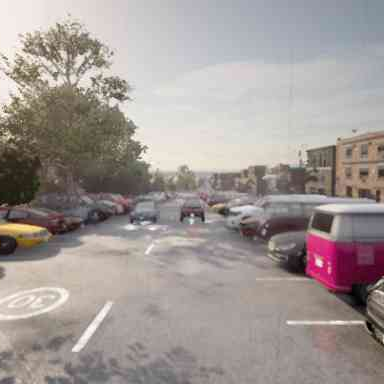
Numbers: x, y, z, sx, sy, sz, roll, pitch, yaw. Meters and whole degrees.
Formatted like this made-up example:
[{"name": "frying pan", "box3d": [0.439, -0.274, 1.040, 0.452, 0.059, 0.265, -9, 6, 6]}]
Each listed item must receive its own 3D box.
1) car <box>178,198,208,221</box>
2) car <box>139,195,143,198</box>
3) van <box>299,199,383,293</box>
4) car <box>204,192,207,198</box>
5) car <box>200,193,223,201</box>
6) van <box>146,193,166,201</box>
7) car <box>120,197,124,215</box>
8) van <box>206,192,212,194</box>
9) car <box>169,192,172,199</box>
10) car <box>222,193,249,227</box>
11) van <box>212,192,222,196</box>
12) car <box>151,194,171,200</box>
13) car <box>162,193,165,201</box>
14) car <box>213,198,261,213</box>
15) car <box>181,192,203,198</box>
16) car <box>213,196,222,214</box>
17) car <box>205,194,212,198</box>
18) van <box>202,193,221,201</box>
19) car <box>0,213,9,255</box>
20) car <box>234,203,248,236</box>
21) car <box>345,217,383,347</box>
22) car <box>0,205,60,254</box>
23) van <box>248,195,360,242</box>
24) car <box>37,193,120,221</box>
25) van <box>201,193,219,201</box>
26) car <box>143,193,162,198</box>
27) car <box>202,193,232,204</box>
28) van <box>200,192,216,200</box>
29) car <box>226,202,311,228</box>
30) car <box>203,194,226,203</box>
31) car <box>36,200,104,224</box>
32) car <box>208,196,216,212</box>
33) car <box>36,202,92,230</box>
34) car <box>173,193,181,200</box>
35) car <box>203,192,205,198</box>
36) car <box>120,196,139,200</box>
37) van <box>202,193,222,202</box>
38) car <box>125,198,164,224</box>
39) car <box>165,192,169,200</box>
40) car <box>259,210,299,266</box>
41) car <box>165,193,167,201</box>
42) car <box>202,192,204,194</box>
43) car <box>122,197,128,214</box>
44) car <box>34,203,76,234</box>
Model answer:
[{"name": "car", "box3d": [0.031, 1.423, 26.124, 1.837, 1.490, 4.892, 0, -1, 0]}, {"name": "car", "box3d": [-8.368, 1.144, 34.700, 5.566, 2.045, 2.435, 0, 0, 0]}, {"name": "van", "box3d": [4.854, 1.227, 7.062, 4.442, 1.987, 1.878, 0, 0, 0]}, {"name": "car", "box3d": [4.617, 1.271, 51.912, 4.553, 1.767, 2.185, 0, 0, 0]}, {"name": "car", "box3d": [4.619, 1.150, 79.946, 5.566, 2.045, 2.435, 0, 0, 0]}, {"name": "van", "box3d": [-8.605, 1.176, 79.353, 4.442, 1.987, 1.878, 0, 0, 0]}, {"name": "car", "box3d": [-8.374, 1.400, 26.470, 5.008, 1.535, 2.097, 0, 0, 0]}, {"name": "van", "box3d": [4.770, 1.171, 49.109, 4.442, 1.987, 1.878, 0, 0, 0]}, {"name": "car", "box3d": [-8.522, 1.151, 82.130, 5.566, 2.045, 2.435, 0, 0, 0]}, {"name": "car", "box3d": [4.689, 1.167, 18.275, 5.566, 2.045, 2.435, 0, 0, 0]}, {"name": "van", "box3d": [4.793, 1.169, 37.896, 4.442, 1.987, 1.878, 0, 0, 0]}, {"name": "car", "box3d": [-8.701, 1.365, 93.237, 5.366, 1.575, 1.946, 0, 0, 0]}, {"name": "car", "box3d": [-8.269, 1.397, 62.701, 5.366, 1.575, 1.946, 0, 0, 0]}, {"name": "car", "box3d": [4.653, 1.424, 35.092, 4.792, 1.488, 2.163, 0, 0, 0]}, {"name": "car", "box3d": [0.013, 1.267, 42.973, 2.097, 1.767, 4.553, 0, 0, 0]}, {"name": "car", "box3d": [4.699, 1.395, 29.489, 5.008, 1.535, 2.097, 0, 0, 0]}, {"name": "car", "box3d": [4.665, 1.396, 46.306, 5.008, 1.535, 2.097, 0, 0, 0]}, {"name": "van", "box3d": [4.480, 1.175, 77.141, 4.442, 1.987, 1.878, 0, 0, 0]}, {"name": "car", "box3d": [-8.344, 1.485, 9.759, 4.674, 1.452, 2.002, 0, 0, 0]}, {"name": "car", "box3d": [4.728, 1.426, 15.472, 5.008, 1.535, 2.097, 0, 0, 0]}, {"name": "car", "box3d": [4.773, 1.336, 4.258, 4.553, 1.767, 2.185, 0, 0, 0]}, {"name": "car", "box3d": [-8.166, 1.434, 12.544, 5.366, 1.575, 1.946, 0, 0, 0]}, {"name": "van", "box3d": [4.612, 1.209, 12.668, 4.442, 1.987, 1.878, 0, 0, 0]}, {"name": "car", "box3d": [-8.346, 1.153, 23.683, 5.566, 2.045, 2.435, 0, 0, 0]}, {"name": "van", "box3d": [4.468, 1.175, 82.746, 4.442, 1.987, 1.878, 0, 0, 0]}, {"name": "car", "box3d": [-8.454, 1.400, 59.923, 4.892, 1.521, 2.231, 0, 0, 0]}, {"name": "car", "box3d": [4.654, 1.147, 63.125, 5.566, 2.045, 2.435, 0, 0, 0]}, {"name": "van", "box3d": [4.445, 1.136, 93.967, 4.442, 1.987, 1.878, 0, 0, 0]}, {"name": "car", "box3d": [4.716, 1.411, 21.083, 4.892, 1.521, 2.231, 0, 0, 0]}, {"name": "car", "box3d": [4.582, 1.274, 68.732, 4.553, 1.767, 2.185, 0, 0, 0]}, {"name": "car", "box3d": [-8.397, 1.441, 20.900, 4.792, 1.488, 2.163, 0, 0, 0]}, {"name": "car", "box3d": [4.503, 1.391, 32.289, 5.366, 1.575, 1.946, 0, 0, 0]}, {"name": "car", "box3d": [-8.333, 1.449, 18.115, 4.792, 1.488, 2.163, 0, 0, 0]}, {"name": "car", "box3d": [-3.430, 1.479, 92.516, 1.895, 1.301, 4.718, 0, 0, 0]}, {"name": "car", "box3d": [4.668, 1.272, 57.519, 4.553, 1.767, 2.185, 0, 0, 0]}, {"name": "car", "box3d": [-8.362, 1.144, 32.038, 5.566, 2.045, 2.435, 0, 0, 0]}, {"name": "van", "box3d": [4.485, 1.175, 74.338, 4.442, 1.987, 1.878, 0, 0, 0]}, {"name": "car", "box3d": [-3.367, 1.449, 24.474, 1.812, 1.442, 4.674, 0, 0, 0]}, {"name": "car", "box3d": [-8.505, 1.150, 73.803, 5.566, 2.045, 2.435, 0, 0, 0]}, {"name": "car", "box3d": [4.739, 1.445, 9.866, 4.892, 1.521, 2.231, 0, 0, 0]}, {"name": "car", "box3d": [-8.442, 1.431, 71.028, 4.792, 1.488, 2.163, 0, 0, 0]}, {"name": "car", "box3d": [4.659, 1.147, 60.322, 5.566, 2.045, 2.435, 0, 0, 0]}, {"name": "car", "box3d": [-8.382, 1.437, 29.131, 4.674, 1.452, 2.002, 0, 0, 0]}, {"name": "car", "box3d": [-8.351, 1.428, 15.330, 5.008, 1.535, 2.097, 0, 0, 0]}]
